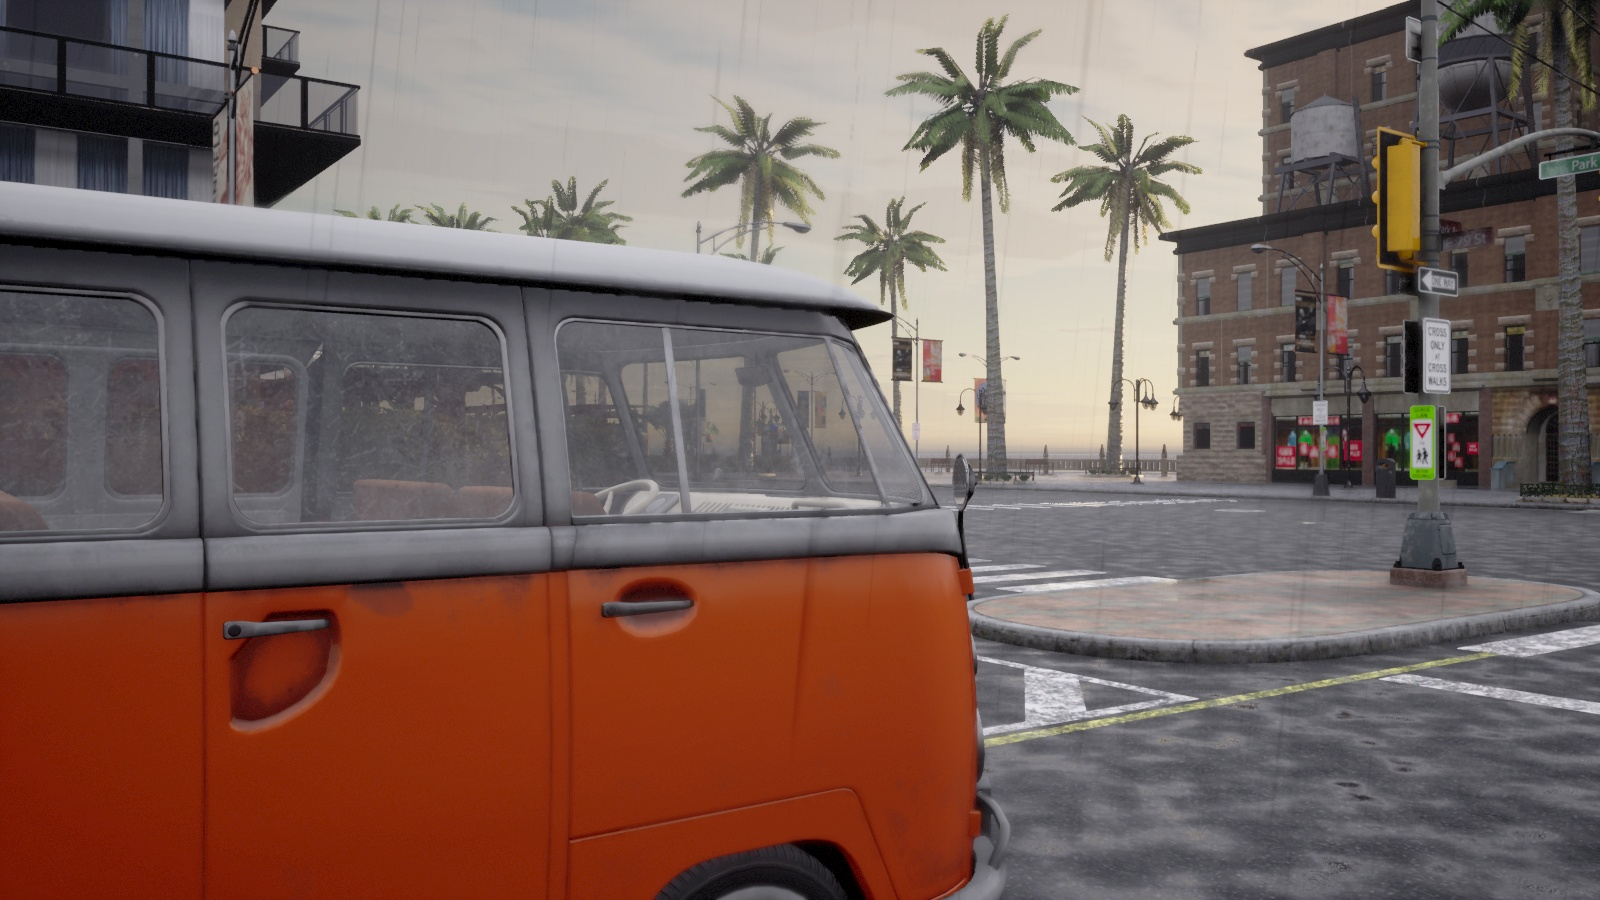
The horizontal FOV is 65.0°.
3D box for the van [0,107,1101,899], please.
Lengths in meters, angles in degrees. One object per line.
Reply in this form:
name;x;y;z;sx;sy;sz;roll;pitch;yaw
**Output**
van;-1.588;0.507;2.554;4.442;1.987;1.775;0;0;-35
